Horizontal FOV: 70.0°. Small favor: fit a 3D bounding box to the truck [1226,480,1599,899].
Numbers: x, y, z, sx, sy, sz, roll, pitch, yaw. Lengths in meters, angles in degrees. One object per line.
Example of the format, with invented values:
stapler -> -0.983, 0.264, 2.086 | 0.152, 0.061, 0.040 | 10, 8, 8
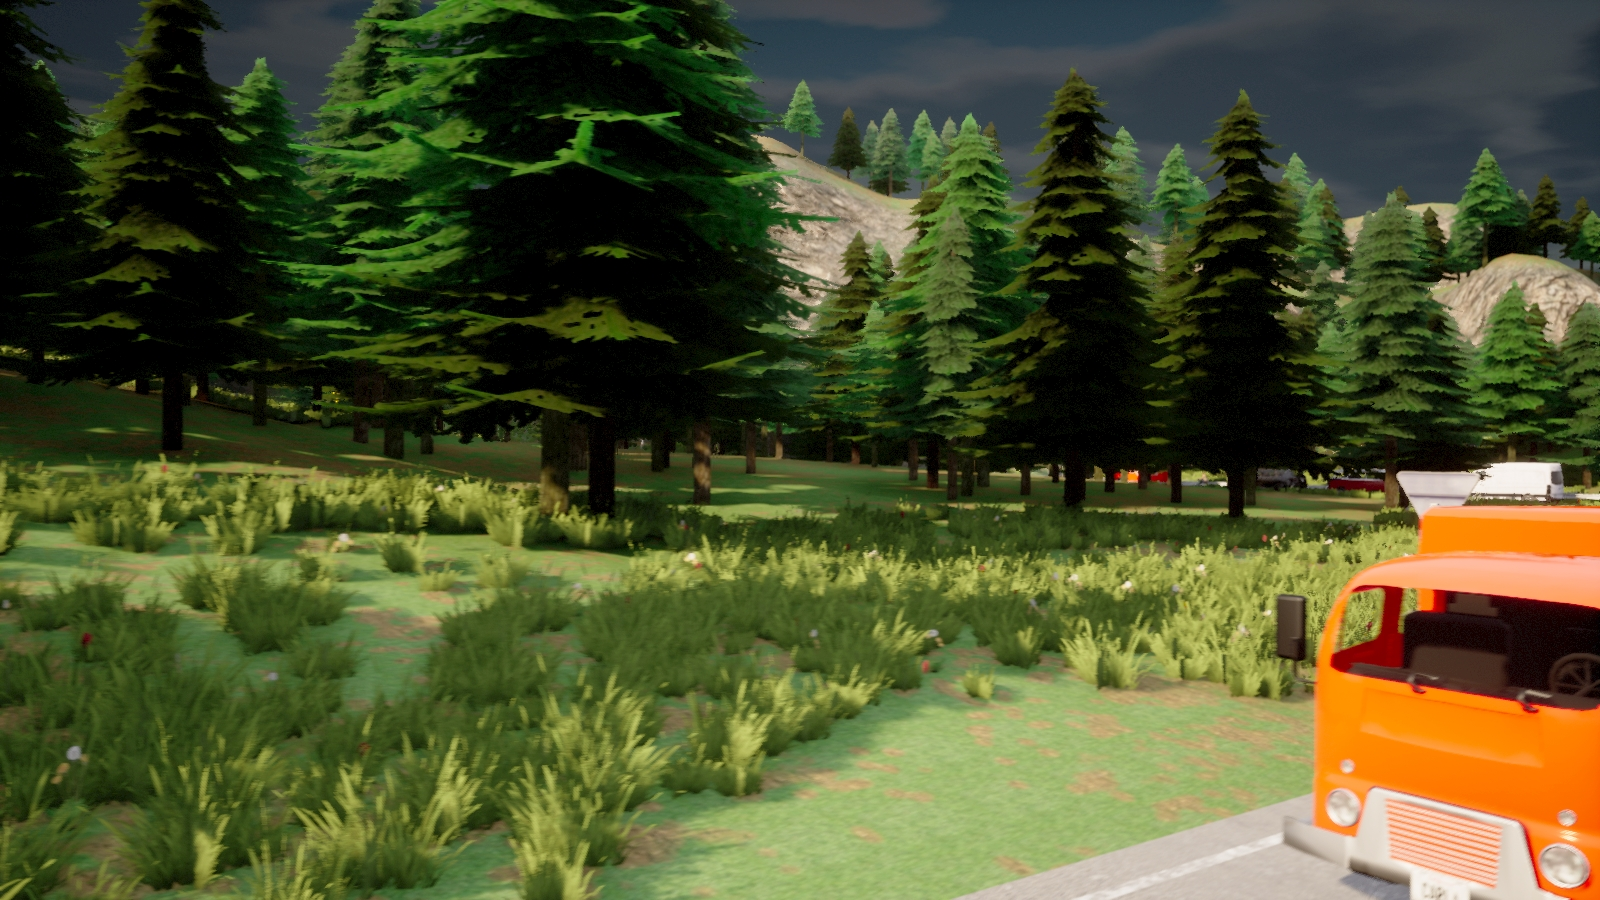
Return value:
truck -> 5.612, 1.475, 7.701 | 5.204, 2.467, 2.627 | 1, -1, -35
